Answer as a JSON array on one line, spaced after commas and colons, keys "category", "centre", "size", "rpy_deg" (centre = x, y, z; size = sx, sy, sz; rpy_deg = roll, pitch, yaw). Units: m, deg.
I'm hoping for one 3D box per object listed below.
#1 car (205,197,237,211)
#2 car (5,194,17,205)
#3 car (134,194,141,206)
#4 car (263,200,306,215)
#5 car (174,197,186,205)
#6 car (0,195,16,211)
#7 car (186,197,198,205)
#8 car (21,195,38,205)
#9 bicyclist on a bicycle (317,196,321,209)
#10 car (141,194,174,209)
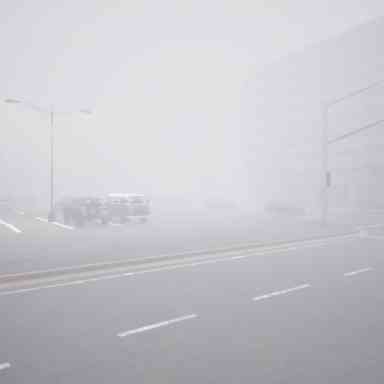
[{"category": "car", "centre": [3.650, 1.408, 42.202], "size": [2.097, 1.767, 4.553], "rpy_deg": [0, 0, -35]}, {"category": "car", "centre": [-29.569, 1.212, 53.797], "size": [1.905, 1.878, 3.866], "rpy_deg": [0, 0, -35]}, {"category": "car", "centre": [-9.224, 1.581, 66.502], "size": [1.812, 1.442, 4.674], "rpy_deg": [0, 0, -35]}, {"category": "car", "centre": [9.406, 1.581, 34.141], "size": [1.812, 1.442, 4.674], "rpy_deg": [0, 0, -36]}, {"category": "car", "centre": [-3.828, 1.547, 59.011], "size": [2.128, 1.511, 4.902], "rpy_deg": [0, 0, -35]}, {"category": "car", "centre": [-21.703, 1.451, 37.968], "size": [1.970, 1.475, 3.806], "rpy_deg": [0, 0, -35]}, {"category": "car", "centre": [-0.972, 1.603, 61.035], "size": [2.033, 1.411, 5.357], "rpy_deg": [0, 0, -35]}, {"category": "car", "centre": [-27.173, 1.209, 55.422], "size": [1.932, 1.855, 4.605], "rpy_deg": [0, 0, -35]}, {"category": "bicyclist on a bicycle", "centre": [16.620, 1.356, 42.913], "size": [1.656, 1.620, 0.582], "rpy_deg": [0, 0, -35]}, {"category": "car", "centre": [-5.841, 1.279, 55.615], "size": [2.150, 2.045, 5.566], "rpy_deg": [0, 0, -35]}]
